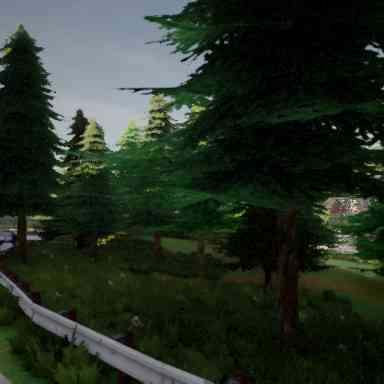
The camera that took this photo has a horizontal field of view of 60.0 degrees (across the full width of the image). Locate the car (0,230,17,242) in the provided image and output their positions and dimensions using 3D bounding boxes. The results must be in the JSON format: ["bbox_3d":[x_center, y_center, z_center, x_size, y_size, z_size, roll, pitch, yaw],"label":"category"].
[{"bbox_3d":[-18.347,4.553,33.009,2.033,1.411,5.357,0,-6,-20],"label":"car"}]

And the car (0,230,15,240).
[{"bbox_3d":[-29.378,6.702,52.422,1.994,1.385,4.181,0,-6,-21],"label":"car"}]
